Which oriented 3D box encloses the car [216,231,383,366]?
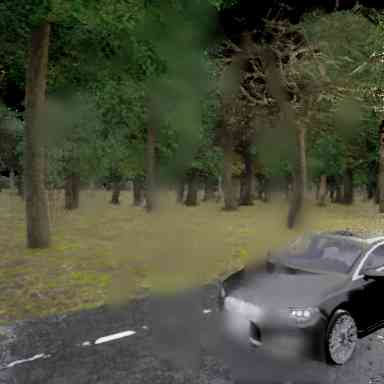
[{"bbox_3d":[2.629,1.492,5.865,4.902,1.511,2.128,0,0,-35],"label":"car"}]
